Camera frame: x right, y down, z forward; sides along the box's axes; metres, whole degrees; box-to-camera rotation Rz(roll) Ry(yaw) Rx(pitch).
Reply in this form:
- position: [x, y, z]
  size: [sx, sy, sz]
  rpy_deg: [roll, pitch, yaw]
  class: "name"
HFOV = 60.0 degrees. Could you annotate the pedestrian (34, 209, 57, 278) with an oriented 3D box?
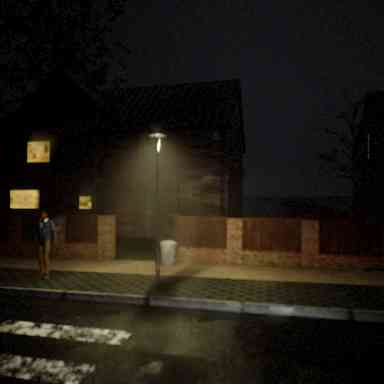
- position: [-4.013, 1.365, 9.005]
  size: [0.375, 1.860, 0.375]
  rpy_deg: [0, -1, 13]
  class: "pedestrian"
